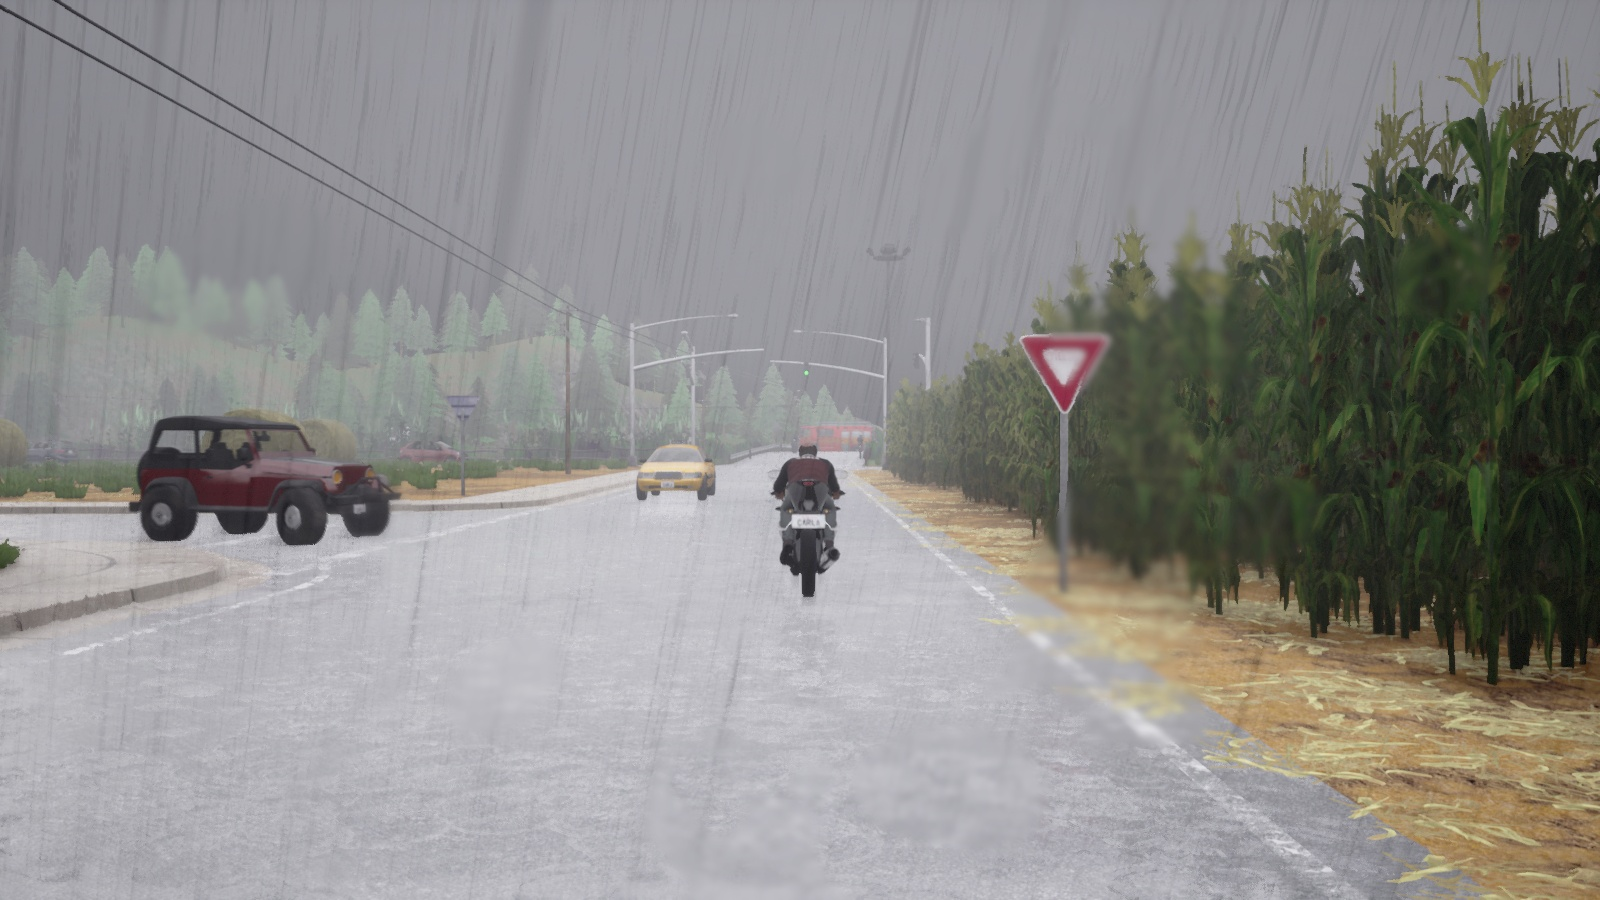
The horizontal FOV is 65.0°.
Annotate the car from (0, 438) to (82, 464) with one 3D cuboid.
[{"bbox_3d":[-49.517,0.048,81.468,4.611,1.667,2.242,0,0,3],"label":"car"}]

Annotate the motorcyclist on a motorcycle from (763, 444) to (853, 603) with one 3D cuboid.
[{"bbox_3d":[0.083,0.706,13.208,0.866,1.530,2.191,0,0,0],"label":"motorcyclist on a motorcycle"}]

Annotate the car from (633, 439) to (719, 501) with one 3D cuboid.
[{"bbox_3d":[-3.299,0.486,34.269,1.801,1.575,5.366,0,0,0],"label":"car"}]

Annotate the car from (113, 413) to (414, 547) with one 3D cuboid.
[{"bbox_3d":[-8.101,0.404,19.071,3.866,1.878,1.905,0,0,17],"label":"car"}]

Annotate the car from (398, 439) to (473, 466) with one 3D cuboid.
[{"bbox_3d":[-22.127,0.153,76.398,3.988,1.617,1.851,0,0,3],"label":"car"}]
